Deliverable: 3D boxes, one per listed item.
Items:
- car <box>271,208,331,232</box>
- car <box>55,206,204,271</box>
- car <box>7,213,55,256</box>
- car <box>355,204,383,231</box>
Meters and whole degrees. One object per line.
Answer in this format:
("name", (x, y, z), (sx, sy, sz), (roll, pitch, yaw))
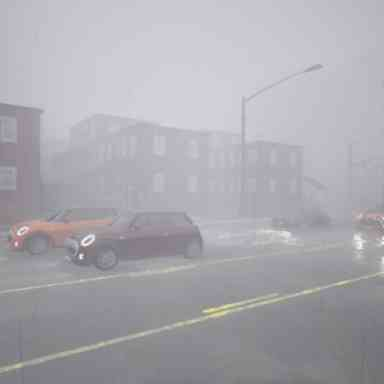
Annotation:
("car", (7.098, 1.720, 21.522), (4.181, 1.385, 1.994), (1, 0, -34))
("car", (-1.858, 1.391, 11.183), (4.553, 1.767, 2.097), (1, 0, -34))
("car", (-4.837, 1.380, 13.385), (4.553, 1.767, 2.097), (1, 0, -34))
("car", (12.253, 1.542, 20.779), (4.553, 1.767, 2.097), (1, 0, -34))
